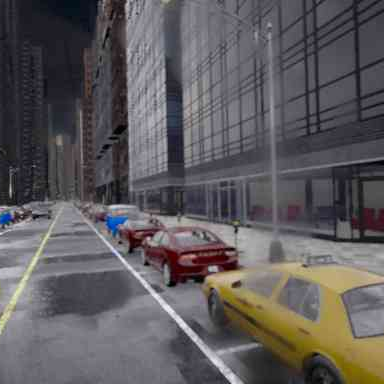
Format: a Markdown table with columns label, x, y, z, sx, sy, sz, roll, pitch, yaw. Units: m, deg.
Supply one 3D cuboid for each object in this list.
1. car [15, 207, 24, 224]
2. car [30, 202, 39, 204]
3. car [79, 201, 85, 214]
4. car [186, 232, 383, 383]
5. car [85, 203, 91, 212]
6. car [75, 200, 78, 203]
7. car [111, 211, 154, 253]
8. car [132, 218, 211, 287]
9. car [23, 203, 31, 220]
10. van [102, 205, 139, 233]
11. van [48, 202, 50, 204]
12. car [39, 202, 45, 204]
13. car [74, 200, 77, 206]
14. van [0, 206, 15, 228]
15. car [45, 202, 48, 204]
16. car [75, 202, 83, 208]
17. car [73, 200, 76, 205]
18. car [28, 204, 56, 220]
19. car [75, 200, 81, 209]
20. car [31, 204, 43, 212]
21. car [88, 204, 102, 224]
| label | x | y | z | sx | sy | sz | roll | pitch | yaw |
| --- | --- | --- | --- | --- | --- | --- | --- | --- | --- |
| car | -18.152 | 2.429 | 32.938 | 1.802 | 1.307 | 4.206 | -1 | -1 | -21 |
| car | -24.083 | 2.624 | 48.661 | 1.967 | 1.590 | 4.097 | -1 | -1 | -21 |
| car | -16.111 | 2.569 | 51.681 | 1.887 | 1.381 | 4.507 | -1 | -1 | -21 |
| car | 1.614 | 1.544 | 4.672 | 1.752 | 1.417 | 4.829 | -1 | -1 | -21 |
| car | -10.184 | 2.128 | 35.960 | 1.967 | 1.590 | 4.097 | -1 | -1 | -21 |
| car | -24.015 | 3.042 | 72.643 | 1.947 | 1.339 | 4.313 | -1 | -1 | -21 |
| car | -2.278 | 1.784 | 14.995 | 1.887 | 1.381 | 4.507 | -1 | -1 | -21 |
| car | -0.302 | 1.672 | 9.754 | 1.887 | 1.381 | 4.507 | -1 | -1 | -21 |
| car | -20.132 | 2.400 | 38.180 | 1.967 | 1.590 | 4.097 | -1 | -1 | -21 |
| van | -4.258 | 1.692 | 20.238 | 1.690 | 1.788 | 3.998 | -1 | -1 | -21 |
| van | -35.941 | 3.206 | 80.105 | 1.690 | 1.788 | 3.998 | -1 | -1 | -21 |
| car | -28.038 | 2.724 | 59.144 | 2.192 | 1.841 | 5.009 | -1 | -1 | -21 |
| car | -25.991 | 3.141 | 77.884 | 2.008 | 1.369 | 4.403 | -1 | -1 | -21 |
| van | -16.182 | 2.076 | 27.701 | 1.690 | 1.788 | 3.998 | -1 | -1 | -21 |
| car | -31.990 | 2.951 | 69.625 | 2.192 | 1.841 | 5.009 | -1 | -1 | -21 |
| car | -29.943 | 3.403 | 88.365 | 1.802 | 1.307 | 4.206 | -1 | -1 | -21 |
| car | -27.970 | 3.146 | 83.127 | 1.967 | 1.590 | 4.097 | -1 | -1 | -21 |
| car | -17.333 | 2.443 | 38.585 | 2.033 | 1.411 | 5.357 | -1 | -1 | -21 |
| car | -22.039 | 2.928 | 67.403 | 1.947 | 1.339 | 4.313 | -1 | -1 | -21 |
| car | -30.008 | 3.104 | 64.380 | 1.802 | 1.307 | 4.206 | -1 | -1 | -21 |
| car | -8.206 | 2.120 | 30.718 | 1.887 | 1.381 | 4.507 | -1 | -1 | -21 |
